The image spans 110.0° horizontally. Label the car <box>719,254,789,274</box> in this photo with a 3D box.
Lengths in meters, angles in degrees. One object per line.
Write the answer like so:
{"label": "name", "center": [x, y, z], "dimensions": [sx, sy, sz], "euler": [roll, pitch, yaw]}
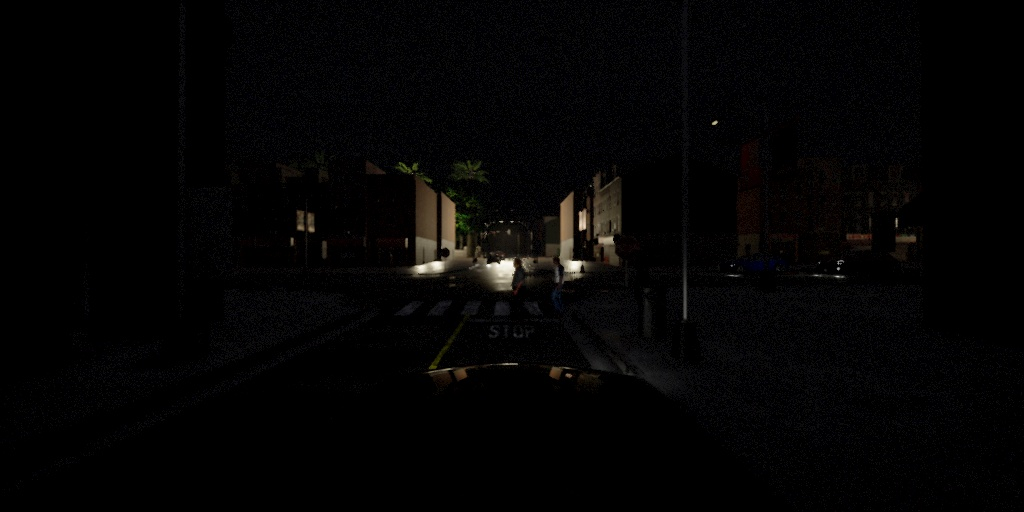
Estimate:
{"label": "car", "center": [19.360, 0.628, 28.804], "dimensions": [5.008, 1.535, 1.882], "euler": [-1, 0, 0]}

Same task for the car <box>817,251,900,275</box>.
{"label": "car", "center": [24.586, 0.416, 25.597], "dimensions": [4.553, 1.767, 2.097], "euler": [-1, 0, 0]}

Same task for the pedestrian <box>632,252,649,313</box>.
{"label": "pedestrian", "center": [3.772, 0.747, 10.434], "dimensions": [0.375, 1.860, 0.375], "euler": [1, 0, 0]}

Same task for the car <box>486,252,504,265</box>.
{"label": "car", "center": [-2.502, 0.462, 49.904], "dimensions": [2.033, 1.411, 5.357], "euler": [0, 1, 0]}

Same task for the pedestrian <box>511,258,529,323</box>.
{"label": "pedestrian", "center": [0.189, 0.909, 9.836], "dimensions": [0.375, 1.860, 0.375], "euler": [1, 0, 0]}

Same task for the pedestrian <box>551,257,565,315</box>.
{"label": "pedestrian", "center": [1.433, 0.888, 11.035], "dimensions": [0.375, 1.860, 0.375], "euler": [1, 0, 0]}
